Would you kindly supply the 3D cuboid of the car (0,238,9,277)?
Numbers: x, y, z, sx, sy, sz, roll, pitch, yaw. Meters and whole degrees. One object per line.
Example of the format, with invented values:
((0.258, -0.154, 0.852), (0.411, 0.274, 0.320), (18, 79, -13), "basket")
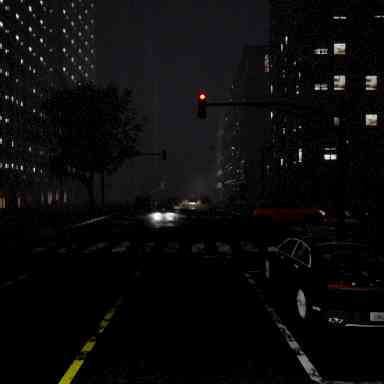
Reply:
((-5.694, 1.545, 6.947), (1.887, 1.381, 4.507), (0, 0, 0), "car")

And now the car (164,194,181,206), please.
((-3.110, 1.561, 53.865), (1.812, 1.442, 4.674), (0, 0, 0), "car")

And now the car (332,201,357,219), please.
((13.416, 1.350, 26.359), (4.403, 1.369, 2.008), (-1, 1, -1), "car")

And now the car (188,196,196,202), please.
((-0.027, 1.668, 78.942), (1.895, 1.301, 4.718), (0, 0, 0), "car")

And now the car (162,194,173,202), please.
((-5.719, 1.386, 77.995), (2.192, 1.841, 5.009), (0, 0, 0), "car")

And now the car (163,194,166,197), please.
((-5.716, 1.627, 72.473), (1.947, 1.339, 4.313), (0, 0, 0), "car")

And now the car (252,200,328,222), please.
((6.186, 1.299, 21.131), (4.553, 1.767, 2.097), (-2, 0, 18), "car")

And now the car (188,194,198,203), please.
((0.075, 1.656, 68.940), (1.895, 1.301, 4.718), (0, 0, 0), "car")

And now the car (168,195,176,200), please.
((-5.724, 1.654, 94.564), (2.008, 1.369, 4.403), (0, 0, 0), "car")

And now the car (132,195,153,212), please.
((-5.706, 1.336, 39.335), (2.192, 1.841, 5.009), (0, 0, 0), "car")

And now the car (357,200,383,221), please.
((14.931, 1.283, 23.796), (4.892, 1.490, 1.837), (-1, 0, -1), "car")

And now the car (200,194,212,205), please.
((2.668, 1.611, 61.429), (1.947, 1.339, 4.313), (0, 0, 0), "car")

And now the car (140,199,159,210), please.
((-5.707, 1.592, 44.858), (1.947, 1.339, 4.313), (0, 0, 0), "car")

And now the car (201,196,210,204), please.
((2.666, 1.578, 67.122), (1.752, 1.417, 4.829), (0, 0, 0), "car")

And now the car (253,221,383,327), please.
((2.686, 1.551, 6.950), (2.008, 1.369, 4.403), (0, 0, 0), "car")

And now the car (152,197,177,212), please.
((-3.113, 1.621, 38.508), (1.895, 1.301, 4.718), (0, 0, 0), "car")

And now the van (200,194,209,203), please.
((2.664, 1.402, 72.475), (1.690, 1.788, 3.998), (0, 0, 0), "van")

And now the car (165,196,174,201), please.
((-5.720, 1.632, 83.518), (2.008, 1.369, 4.403), (0, 0, 0), "car")
